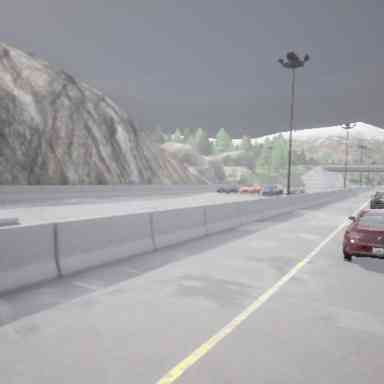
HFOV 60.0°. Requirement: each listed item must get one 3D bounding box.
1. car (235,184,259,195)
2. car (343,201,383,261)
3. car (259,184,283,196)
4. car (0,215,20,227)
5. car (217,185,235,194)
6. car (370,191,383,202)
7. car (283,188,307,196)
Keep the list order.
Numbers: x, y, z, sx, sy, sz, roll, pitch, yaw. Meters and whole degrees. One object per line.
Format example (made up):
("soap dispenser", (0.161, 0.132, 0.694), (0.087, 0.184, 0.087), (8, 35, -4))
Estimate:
("car", (8.771, -0.473, 49.891), (2.097, 1.767, 4.553), (3, 3, 30))
("car", (5.826, 1.255, 10.209), (1.812, 1.442, 4.674), (3, 3, 31))
("car", (11.786, -0.257, 48.127), (2.097, 1.767, 4.553), (3, 3, 30))
("car", (-7.410, 0.988, 8.955), (1.895, 1.301, 4.718), (3, 3, 32))
("car", (5.731, -0.399, 51.641), (2.033, 1.411, 5.357), (3, 3, 30))
("car", (15.449, 0.688, 26.529), (2.097, 1.767, 4.553), (3, 3, 30))
("car", (14.783, 0.106, 46.344), (2.033, 1.411, 5.357), (3, 3, 30))
